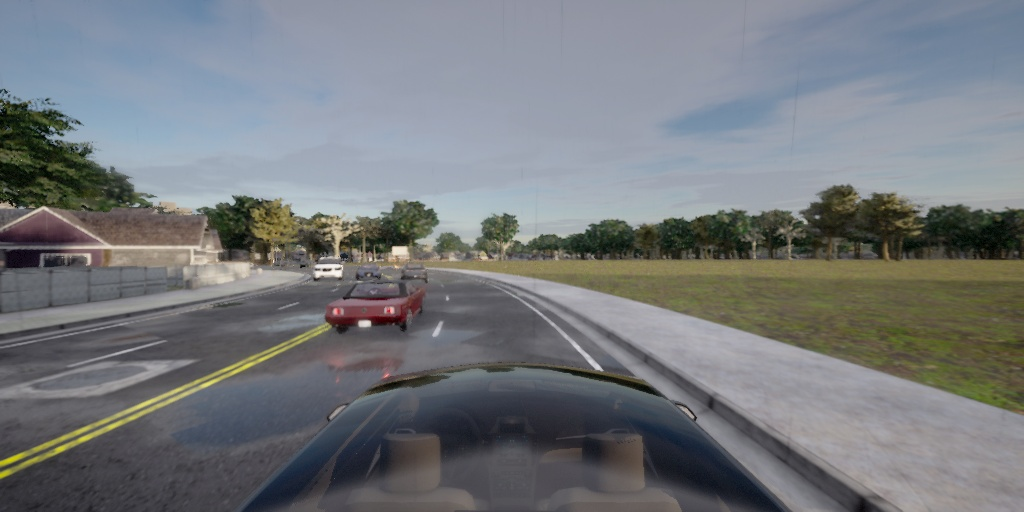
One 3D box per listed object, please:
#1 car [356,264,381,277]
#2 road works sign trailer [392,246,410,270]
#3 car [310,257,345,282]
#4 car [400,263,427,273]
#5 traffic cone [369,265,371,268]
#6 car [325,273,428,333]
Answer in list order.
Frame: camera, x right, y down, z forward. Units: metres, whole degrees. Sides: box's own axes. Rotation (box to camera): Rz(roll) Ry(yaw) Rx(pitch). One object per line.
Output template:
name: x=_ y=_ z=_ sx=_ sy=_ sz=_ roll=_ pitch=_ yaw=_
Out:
car: x=-12.711 y=1.407 z=31.852 sx=1.994 sy=1.385 sz=4.181 roll=-1 pitch=0 yaw=-22
road works sign trailer: x=-16.745 y=0.292 z=53.463 sx=2.380 sy=3.560 sz=2.880 roll=0 pitch=0 yaw=-39
car: x=-16.118 y=1.107 z=31.736 sx=2.150 sy=2.045 sz=5.566 roll=-1 pitch=0 yaw=-23
car: x=-7.785 y=1.287 z=28.412 sx=2.128 sy=1.511 sz=4.902 roll=-1 pitch=0 yaw=-18
traffic cone: x=-23.491 y=1.854 z=59.569 sx=0.340 sy=0.580 sz=0.340 roll=0 pitch=0 yaw=-39
car: x=-3.835 y=1.378 z=11.000 sx=1.895 sy=1.301 sz=4.718 roll=0 pitch=0 yaw=-6
